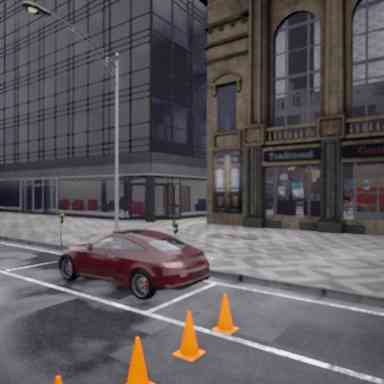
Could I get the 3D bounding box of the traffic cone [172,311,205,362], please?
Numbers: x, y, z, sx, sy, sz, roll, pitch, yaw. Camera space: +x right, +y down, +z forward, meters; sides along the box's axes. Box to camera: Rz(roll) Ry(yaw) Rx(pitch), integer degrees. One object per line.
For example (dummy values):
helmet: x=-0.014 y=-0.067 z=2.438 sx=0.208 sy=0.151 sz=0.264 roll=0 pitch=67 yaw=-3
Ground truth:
traffic cone: x=-0.043 y=1.955 z=4.620 sx=0.340 sy=0.580 sz=0.340 roll=0 pitch=0 yaw=36

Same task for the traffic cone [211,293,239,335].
traffic cone: x=0.539 y=1.955 z=5.433 sx=0.340 sy=0.580 sz=0.340 roll=0 pitch=0 yaw=36

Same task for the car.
car: x=-1.544 y=1.580 z=8.196 sx=4.206 sy=1.307 sz=1.802 roll=0 pitch=0 yaw=36

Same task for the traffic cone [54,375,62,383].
traffic cone: x=-1.208 y=1.954 z=2.994 sx=0.340 sy=0.580 sz=0.340 roll=0 pitch=0 yaw=36

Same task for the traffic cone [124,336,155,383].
traffic cone: x=-0.625 y=1.955 z=3.807 sx=0.340 sy=0.580 sz=0.340 roll=0 pitch=0 yaw=36
